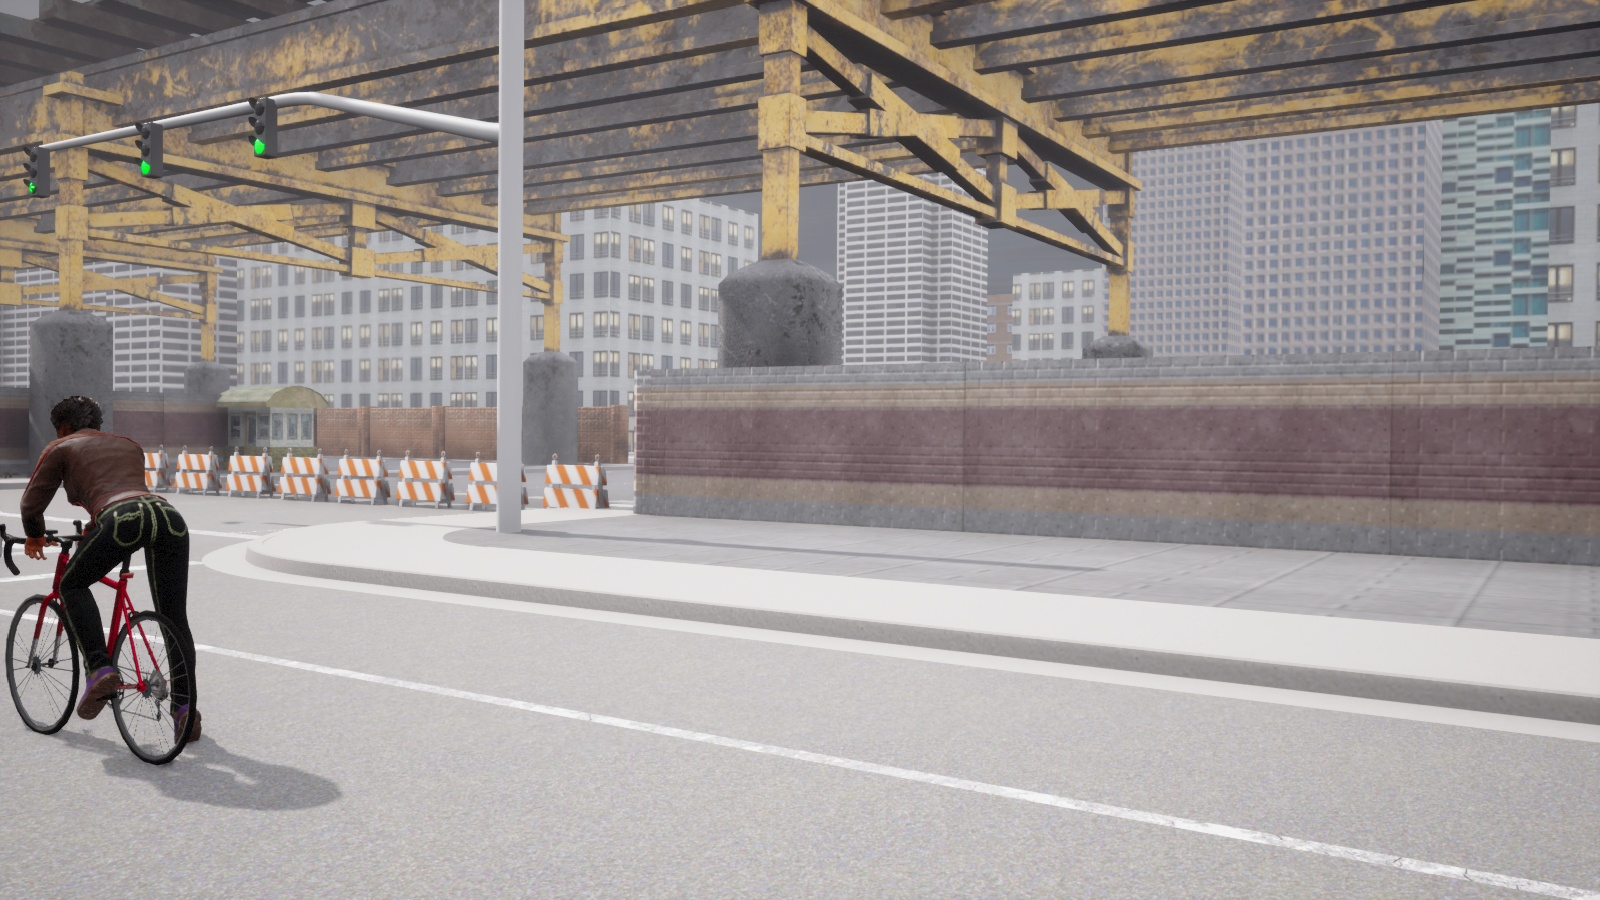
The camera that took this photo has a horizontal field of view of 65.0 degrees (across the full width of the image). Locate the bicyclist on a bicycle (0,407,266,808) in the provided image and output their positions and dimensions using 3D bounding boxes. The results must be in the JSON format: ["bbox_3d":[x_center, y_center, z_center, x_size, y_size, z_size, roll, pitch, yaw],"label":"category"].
[{"bbox_3d":[-3.227,0.635,5.764,1.656,1.620,0.582,0,1,34],"label":"bicyclist on a bicycle"}]
